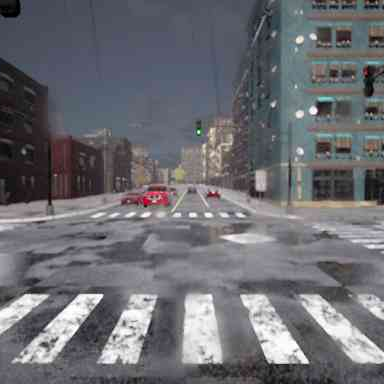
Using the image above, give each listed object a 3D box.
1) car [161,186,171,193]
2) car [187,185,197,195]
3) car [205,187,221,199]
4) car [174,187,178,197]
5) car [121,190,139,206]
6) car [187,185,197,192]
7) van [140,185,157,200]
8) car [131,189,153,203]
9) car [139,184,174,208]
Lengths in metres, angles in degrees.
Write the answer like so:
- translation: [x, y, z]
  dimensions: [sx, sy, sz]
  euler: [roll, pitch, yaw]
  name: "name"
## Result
- translation: [-5.678, -0.605, 72.322]
  dimensions: [1.802, 1.307, 4.206]
  euler: [1, 2, 0]
  name: "car"
- translation: [0.000, -0.274, 60.194]
  dimensions: [2.033, 1.411, 5.357]
  euler: [0, 2, 0]
  name: "car"
- translation: [2.705, 0.108, 43.958]
  dimensions: [1.967, 1.590, 4.097]
  euler: [1, 2, 0]
  name: "car"
- translation: [-3.061, 0.022, 49.617]
  dimensions: [1.812, 1.442, 4.674]
  euler: [0, 2, 0]
  name: "car"
- translation: [-5.753, 0.558, 32.536]
  dimensions: [1.887, 1.381, 4.507]
  euler: [1, 2, 0]
  name: "car"
- translation: [-0.001, -0.751, 70.610]
  dimensions: [1.994, 1.385, 4.181]
  euler: [0, 2, 0]
  name: "car"
- translation: [-5.672, 0.011, 43.894]
  dimensions: [1.690, 1.788, 3.998]
  euler: [1, 2, 0]
  name: "van"
- translation: [-5.677, 0.386, 38.215]
  dimensions: [1.887, 1.381, 4.507]
  euler: [1, 2, 0]
  name: "car"
- translation: [-3.107, 0.296, 30.306]
  dimensions: [2.150, 2.045, 5.566]
  euler: [0, 2, 0]
  name: "car"
